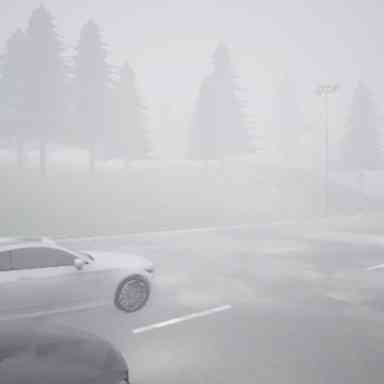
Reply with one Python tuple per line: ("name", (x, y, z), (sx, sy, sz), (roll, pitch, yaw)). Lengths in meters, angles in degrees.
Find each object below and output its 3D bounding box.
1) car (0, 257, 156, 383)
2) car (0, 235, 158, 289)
("car", (-2.615, 1.526, 1.882), (4.674, 1.442, 1.812), (0, 0, -35))
("car", (-2.868, 1.527, 5.998), (4.674, 1.442, 1.812), (0, 0, -35))
